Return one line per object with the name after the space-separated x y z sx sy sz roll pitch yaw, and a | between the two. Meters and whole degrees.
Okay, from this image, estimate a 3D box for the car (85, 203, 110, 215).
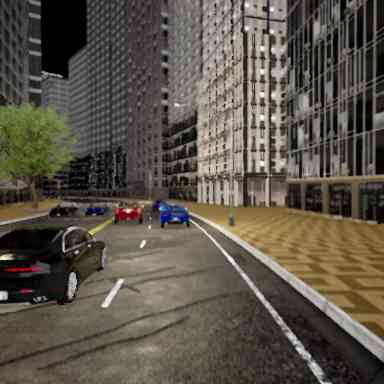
-9.111 1.733 32.179 1.895 1.301 4.718 0 0 -8 | car

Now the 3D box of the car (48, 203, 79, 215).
-12.409 1.750 32.302 1.895 1.301 4.718 0 0 -8 | car

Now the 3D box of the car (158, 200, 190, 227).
-1.279 1.549 23.398 1.882 1.535 5.008 0 0 -6 | car

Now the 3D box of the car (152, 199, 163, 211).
-4.069 1.659 42.091 1.812 1.442 4.674 0 0 -11 | car

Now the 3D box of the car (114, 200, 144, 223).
-4.893 1.447 26.346 2.097 1.767 4.553 0 0 -7 | car

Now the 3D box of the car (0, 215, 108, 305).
-3.398 1.538 8.120 1.837 1.490 4.892 0 0 -2 | car
